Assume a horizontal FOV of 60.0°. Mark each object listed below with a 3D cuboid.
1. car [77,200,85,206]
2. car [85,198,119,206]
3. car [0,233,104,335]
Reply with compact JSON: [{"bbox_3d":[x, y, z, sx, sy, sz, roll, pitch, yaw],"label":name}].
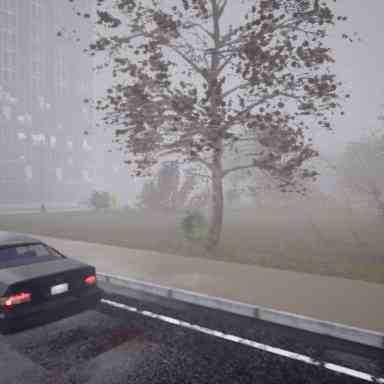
[{"bbox_3d":[-16.653,1.565,55.362,1.882,1.535,5.008,-1,-1,37],"label":"car"},{"bbox_3d":[-14.026,1.521,53.462,1.882,1.535,5.008,-1,-1,37],"label":"car"},{"bbox_3d":[-4.095,1.545,6.609,5.357,1.411,2.033,0,0,36],"label":"car"}]
